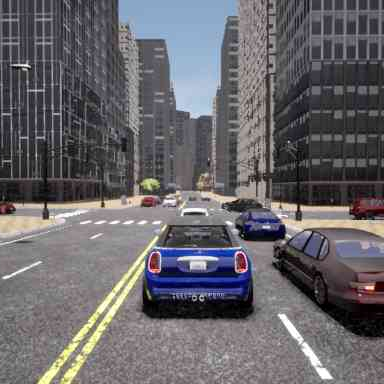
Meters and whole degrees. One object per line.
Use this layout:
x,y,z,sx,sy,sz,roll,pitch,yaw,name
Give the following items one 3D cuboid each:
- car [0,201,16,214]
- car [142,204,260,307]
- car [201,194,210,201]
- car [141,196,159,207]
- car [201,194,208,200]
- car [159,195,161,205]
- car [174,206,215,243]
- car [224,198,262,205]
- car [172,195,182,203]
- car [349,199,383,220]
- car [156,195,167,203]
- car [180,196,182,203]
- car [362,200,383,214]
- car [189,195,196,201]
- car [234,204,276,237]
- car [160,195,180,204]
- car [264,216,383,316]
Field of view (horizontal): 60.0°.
-19.340,1.408,32.012,4.181,1.385,1.994,1,1,1,car
0.113,1.348,8.131,2.097,1.767,4.553,0,0,0,car
3.383,1.513,80.036,1.895,1.301,4.718,0,0,0,car
-6.508,1.442,50.025,1.882,1.535,5.008,0,0,0,car
3.400,1.266,90.008,1.812,1.442,4.674,0,0,0,car
-6.477,1.500,59.952,2.033,1.411,5.357,0,0,0,car
0.127,1.517,16.988,1.812,1.442,4.674,0,0,0,car
5.611,1.482,37.440,4.892,1.490,1.837,2,4,42,car
-3.135,1.418,69.683,1.882,1.535,5.008,0,0,0,car
16.249,1.519,28.780,5.009,1.841,2.192,1,0,1,car
-6.384,1.417,70.322,1.882,1.535,5.008,0,0,0,car
-3.228,1.501,59.467,2.033,1.411,5.357,0,0,0,car
21.871,1.642,37.057,4.829,1.417,1.752,1,0,1,car
0.132,1.451,79.797,2.128,1.511,4.902,0,0,0,car
3.376,1.555,17.030,1.994,1.385,4.181,0,0,0,car
-3.259,1.490,49.776,1.812,1.442,4.674,0,0,0,car
3.362,1.544,7.791,2.033,1.411,5.357,0,0,0,car
